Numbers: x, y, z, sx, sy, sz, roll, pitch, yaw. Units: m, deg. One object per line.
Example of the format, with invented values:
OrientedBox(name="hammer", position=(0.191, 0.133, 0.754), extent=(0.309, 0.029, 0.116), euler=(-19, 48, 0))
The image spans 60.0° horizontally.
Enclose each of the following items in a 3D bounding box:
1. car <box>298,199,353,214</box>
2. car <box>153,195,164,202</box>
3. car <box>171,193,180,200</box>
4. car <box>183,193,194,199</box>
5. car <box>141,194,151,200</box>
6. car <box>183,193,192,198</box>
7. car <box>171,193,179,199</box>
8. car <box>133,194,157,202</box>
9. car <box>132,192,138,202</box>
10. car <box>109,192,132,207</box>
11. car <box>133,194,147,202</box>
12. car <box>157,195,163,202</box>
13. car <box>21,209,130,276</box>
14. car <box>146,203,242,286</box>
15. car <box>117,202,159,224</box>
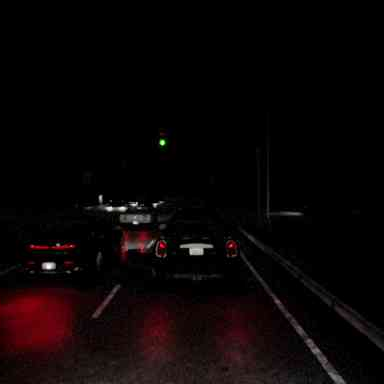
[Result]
OrientedBox(name="car", position=(13.779, 1.457, 34.102), extent=(5.357, 1.411, 2.033), euler=(0, 0, -3))
OrientedBox(name="car", position=(-7.173, 1.286, 71.393), extent=(2.033, 1.411, 5.357), euler=(0, 0, -1))
OrientedBox(name="car", position=(-3.996, 1.147, 80.271), extent=(1.882, 1.535, 5.008), euler=(0, 1, -4))
OrientedBox(name="car", position=(-0.536, 1.177, 80.964), extent=(1.812, 1.442, 4.674), euler=(0, 1, -4))
OrientedBox(name="car", position=(-10.927, 1.205, 78.644), extent=(1.812, 1.442, 4.674), euler=(0, 0, -2))
OrientedBox(name="car", position=(-1.275, 0.950, 90.878), extent=(1.994, 1.385, 4.181), euler=(0, 1, -7))
OrientedBox(name="car", position=(-4.757, 1.068, 90.439), extent=(1.837, 1.490, 4.892), euler=(0, 1, -7))
OrientedBox(name="car", position=(-7.105, 1.405, 50.897), extent=(2.033, 1.411, 5.357), euler=(0, 0, 0))
OrientedBox(name="car", position=(-10.575, 1.050, 58.197), extent=(2.150, 2.045, 5.566), euler=(0, 0, 0))
OrientedBox(name="car", position=(-10.605, 1.217, 48.756), extent=(2.097, 1.767, 4.553), euler=(0, 0, 0))
OrientedBox(name="car", position=(-10.608, 1.285, 68.421), extent=(2.128, 1.511, 4.902), euler=(0, 0, -1))
OrientedBox(name="car", position=(-7.060, 1.362, 60.966), extent=(2.033, 1.411, 5.357), euler=(0, 0, 1))
OrientedBox(name="car", position=(-3.400, 1.489, 10.314), extent=(1.837, 1.490, 4.892), euler=(0, 0, 0))
OrientedBox(name="car", position=(0.100, 1.338, 9.525), extent=(2.097, 1.767, 4.553), euler=(0, 0, 0))
OrientedBox(name="car", position=(-3.405, 1.548, 22.215), extent=(1.895, 1.301, 4.718), euler=(0, 0, 0))
